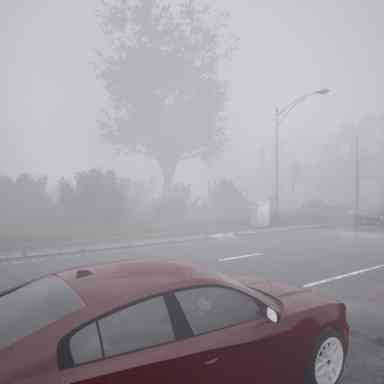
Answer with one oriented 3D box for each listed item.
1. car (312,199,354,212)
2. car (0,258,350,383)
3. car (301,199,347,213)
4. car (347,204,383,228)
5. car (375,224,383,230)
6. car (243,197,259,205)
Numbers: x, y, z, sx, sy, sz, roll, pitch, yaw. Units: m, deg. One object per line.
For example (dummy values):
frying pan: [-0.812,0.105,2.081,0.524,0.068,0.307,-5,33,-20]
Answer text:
car: [16.892,1.562,40.044,1.994,1.385,4.181,0,0,-32]
car: [-0.315,1.478,3.520,5.008,1.535,1.882,0,0,-35]
car: [14.468,1.525,37.328,1.812,1.442,4.674,0,0,-32]
car: [12.222,1.477,21.085,5.008,1.535,1.882,0,0,-36]
car: [6.890,1.564,8.655,4.181,1.385,1.994,0,0,-35]
car: [9.095,1.544,52.336,1.994,1.385,4.181,0,0,-33]
